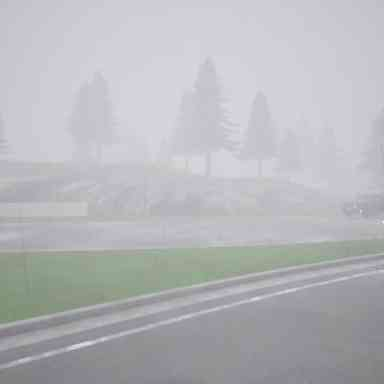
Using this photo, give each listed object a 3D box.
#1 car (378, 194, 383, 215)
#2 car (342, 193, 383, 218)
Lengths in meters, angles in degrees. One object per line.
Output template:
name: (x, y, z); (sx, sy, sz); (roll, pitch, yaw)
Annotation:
car: (16.749, 1.223, 25.032); (4.553, 1.767, 2.097); (0, 0, -22)
car: (15.390, 1.094, 28.255); (5.566, 2.045, 2.150); (0, 0, -23)
